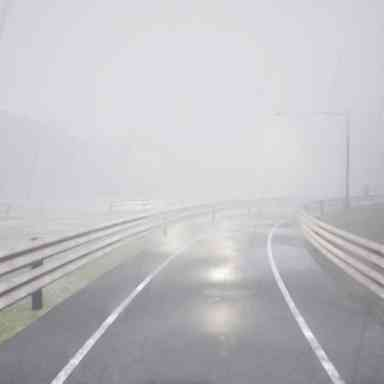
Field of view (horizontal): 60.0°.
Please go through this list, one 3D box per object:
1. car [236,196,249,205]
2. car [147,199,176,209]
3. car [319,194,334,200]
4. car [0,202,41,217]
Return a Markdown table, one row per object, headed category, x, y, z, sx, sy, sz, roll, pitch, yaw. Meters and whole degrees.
| category | x | y | z | sx | sy | sz | roll | pitch | yaw |
| --- | --- | --- | --- | --- | --- | --- | --- | --- | --- |
| car | 9.466 | 1.521 | 59.803 | 4.674 | 1.442 | 1.812 | -1 | 1 | -40 |
| car | -4.368 | 1.688 | 48.266 | 4.674 | 1.442 | 1.812 | -1 | 1 | -40 |
| car | 31.787 | 1.327 | 78.418 | 4.902 | 1.511 | 2.128 | 0 | 0 | -40 |
| car | -19.042 | 1.800 | 36.027 | 4.902 | 1.511 | 2.128 | 0 | 0 | -40 |
